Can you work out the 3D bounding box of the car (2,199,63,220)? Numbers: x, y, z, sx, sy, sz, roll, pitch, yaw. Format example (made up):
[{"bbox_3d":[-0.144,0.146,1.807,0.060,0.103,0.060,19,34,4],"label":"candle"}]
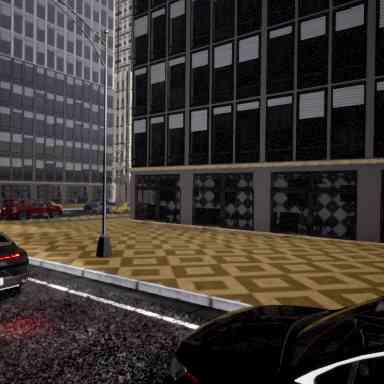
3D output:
[{"bbox_3d":[-14.164,1.519,29.664,2.192,1.841,5.009,1,0,37],"label":"car"}]

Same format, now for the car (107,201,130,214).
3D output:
[{"bbox_3d":[-7.334,1.830,38.851,1.752,1.417,4.829,1,0,37],"label":"car"}]

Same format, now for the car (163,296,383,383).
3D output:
[{"bbox_3d":[1.986,1.505,2.258,4.892,1.490,1.837,0,0,36],"label":"car"}]

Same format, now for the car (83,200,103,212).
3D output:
[{"bbox_3d":[-11.760,1.779,42.584,1.994,1.385,4.181,1,0,37],"label":"car"}]

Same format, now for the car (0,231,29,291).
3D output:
[{"bbox_3d":[-5.731,1.500,7.801,4.892,1.490,1.837,0,0,36],"label":"car"}]

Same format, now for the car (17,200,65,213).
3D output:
[{"bbox_3d":[-17.629,1.643,39.051,1.752,1.417,4.829,1,0,37],"label":"car"}]
